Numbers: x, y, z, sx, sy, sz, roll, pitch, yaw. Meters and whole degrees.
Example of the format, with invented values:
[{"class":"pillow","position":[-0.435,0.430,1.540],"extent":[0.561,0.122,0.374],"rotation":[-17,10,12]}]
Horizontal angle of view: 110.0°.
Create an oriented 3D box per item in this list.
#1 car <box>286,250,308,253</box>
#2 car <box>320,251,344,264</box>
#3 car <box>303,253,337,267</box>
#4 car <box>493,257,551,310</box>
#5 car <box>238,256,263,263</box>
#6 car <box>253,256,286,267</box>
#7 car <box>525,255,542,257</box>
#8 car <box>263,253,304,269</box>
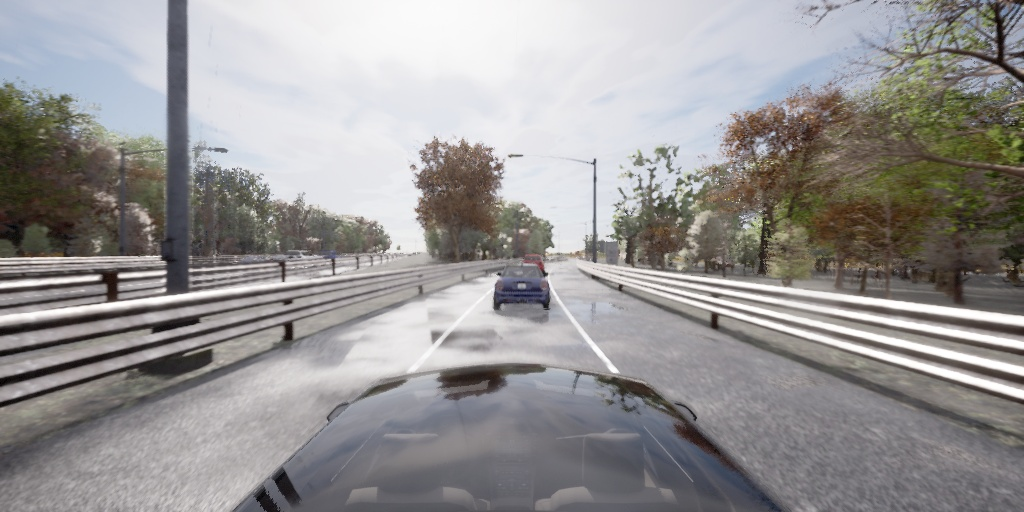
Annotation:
[{"class":"car","position":[-26.602,0.336,44.891],"extent":[2.150,2.045,5.566],"rotation":[0,0,-13]},{"class":"car","position":[-23.323,0.344,46.227],"extent":[2.150,2.045,5.566],"rotation":[0,0,-13]},{"class":"car","position":[-22.060,0.692,41.364],"extent":[1.812,1.442,4.674],"rotation":[0,0,-13]},{"class":"car","position":[0.435,1.079,14.842],"extent":[2.097,1.767,4.553],"rotation":[0,0,2]},{"class":"car","position":[-29.069,0.700,40.552],"extent":[1.994,1.385,4.181],"rotation":[0,1,-13]},{"class":"car","position":[-30.179,0.694,44.794],"extent":[1.895,1.301,4.718],"rotation":[0,0,-13]},{"class":"car","position":[2.325,0.890,38.266],"extent":[2.150,2.045,5.566],"rotation":[0,1,7]},{"class":"car","position":[-25.297,0.662,39.900],"extent":[1.837,1.490,4.892],"rotation":[0,0,-14]}]
